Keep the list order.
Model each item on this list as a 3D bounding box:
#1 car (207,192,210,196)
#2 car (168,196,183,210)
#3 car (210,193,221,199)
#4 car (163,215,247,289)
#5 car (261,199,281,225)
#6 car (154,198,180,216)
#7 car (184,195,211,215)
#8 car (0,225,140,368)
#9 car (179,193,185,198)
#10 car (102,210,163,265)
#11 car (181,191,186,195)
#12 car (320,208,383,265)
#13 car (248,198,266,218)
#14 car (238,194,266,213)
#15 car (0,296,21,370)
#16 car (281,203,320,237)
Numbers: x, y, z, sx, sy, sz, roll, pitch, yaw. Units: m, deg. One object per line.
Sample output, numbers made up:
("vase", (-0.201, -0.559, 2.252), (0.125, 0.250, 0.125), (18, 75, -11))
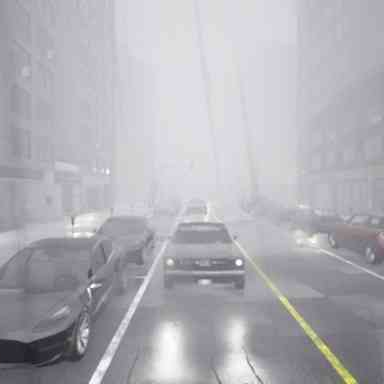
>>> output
("car", (5.916, 1.108, 94.222), (1.802, 1.307, 4.206), (0, 0, -1))
("car", (-2.229, 1.383, 33.515), (1.947, 1.339, 4.313), (0, 0, 0))
("car", (6.135, 1.016, 82.914), (1.967, 1.590, 4.097), (0, 0, -1))
("car", (0.270, 1.550, 9.133), (1.895, 1.301, 4.718), (0, 0, 0))
("car", (6.270, 1.428, 22.453), (2.008, 1.369, 4.403), (0, 0, 0))
("car", (-2.242, 1.429, 27.991), (1.802, 1.307, 4.206), (0, 0, 0))
("car", (0.431, 1.310, 30.641), (1.882, 1.535, 5.008), (0, 1, 0))
("car", (-2.298, 1.533, 5.890), (1.947, 1.339, 4.313), (0, 0, 0))
("car", (-2.215, 1.227, 39.040), (1.967, 1.590, 4.097), (0, 0, 0))
("car", (-2.283, 1.503, 11.415), (1.947, 1.339, 4.313), (0, 0, 0))
("car", (-2.608, 0.967, 94.064), (1.967, 1.590, 4.097), (0, 0, -1))
("car", (6.242, 1.377, 11.406), (1.967, 1.590, 4.097), (0, 0, 0))
("car", (6.284, 1.413, 27.977), (1.947, 1.339, 4.313), (0, 0, 0))
("car", (6.298, 1.132, 33.500), (2.192, 1.841, 5.009), (0, 0, 0))
("car", (-2.311, 1.542, 0.365), (1.887, 1.381, 4.507), (0, 0, 0))
("car", (6.256, 1.458, 16.930), (2.008, 1.369, 4.403), (0, 0, 0))
